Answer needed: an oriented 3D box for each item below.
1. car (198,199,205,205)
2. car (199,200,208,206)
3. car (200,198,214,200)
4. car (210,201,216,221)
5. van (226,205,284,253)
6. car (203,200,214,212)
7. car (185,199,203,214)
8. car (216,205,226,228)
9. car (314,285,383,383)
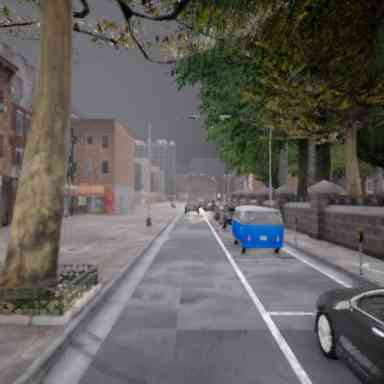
[{"bbox_3d":[2.662,2.855,95.075,1.887,1.381,4.507,0,-1,0],"label":"car"},{"bbox_3d":[2.659,2.598,78.765,1.887,1.381,4.507,1,-1,0],"label":"car"},{"bbox_3d":[2.658,1.980,52.341,2.192,1.841,5.009,1,-1,0],"label":"car"},{"bbox_3d":[3.030,1.910,31.472,1.812,1.442,4.674,0,-1,0],"label":"car"},{"bbox_3d":[2.653,1.511,14.197,1.690,1.788,3.998,1,-1,0],"label":"van"},{"bbox_3d":[2.655,2.171,46.889,1.802,1.307,4.206,1,-1,0],"label":"car"},{"bbox_3d":[0.040,2.038,43.778,2.128,1.511,4.902,0,-1,1],"label":"car"},{"bbox_3d":[3.026,1.800,24.472,1.837,1.490,4.892,0,-1,0],"label":"car"},{"bbox_3d":[2.649,1.591,3.297,2.008,1.369,4.403,1,-1,0],"label":"car"}]
